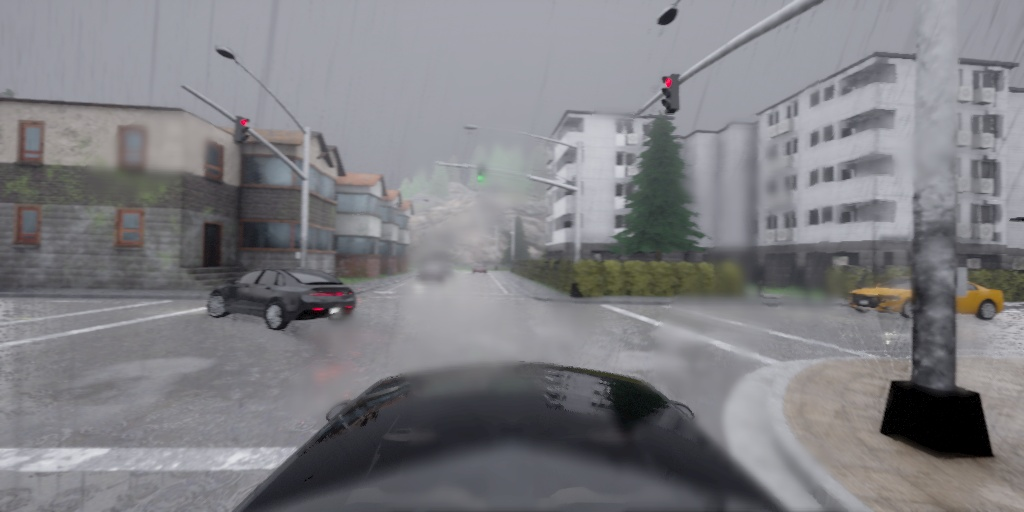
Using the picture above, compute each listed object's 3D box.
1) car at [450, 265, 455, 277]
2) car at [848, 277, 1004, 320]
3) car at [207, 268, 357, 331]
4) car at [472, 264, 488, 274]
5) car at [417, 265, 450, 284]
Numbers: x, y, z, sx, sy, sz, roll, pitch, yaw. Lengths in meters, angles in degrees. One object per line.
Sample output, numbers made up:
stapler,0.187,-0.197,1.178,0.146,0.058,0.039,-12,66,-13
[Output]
car,-7.387,1.628,39.370,1.895,1.301,4.718,1,-1,-5
car,15.933,1.554,13.930,5.008,1.535,1.882,1,-1,-5
car,-6.574,1.081,10.208,4.892,1.490,1.837,2,-3,28
car,-4.615,1.799,51.691,1.994,1.385,4.181,1,-1,-1
car,-6.458,1.458,29.530,1.812,1.442,4.674,1,-1,-5
